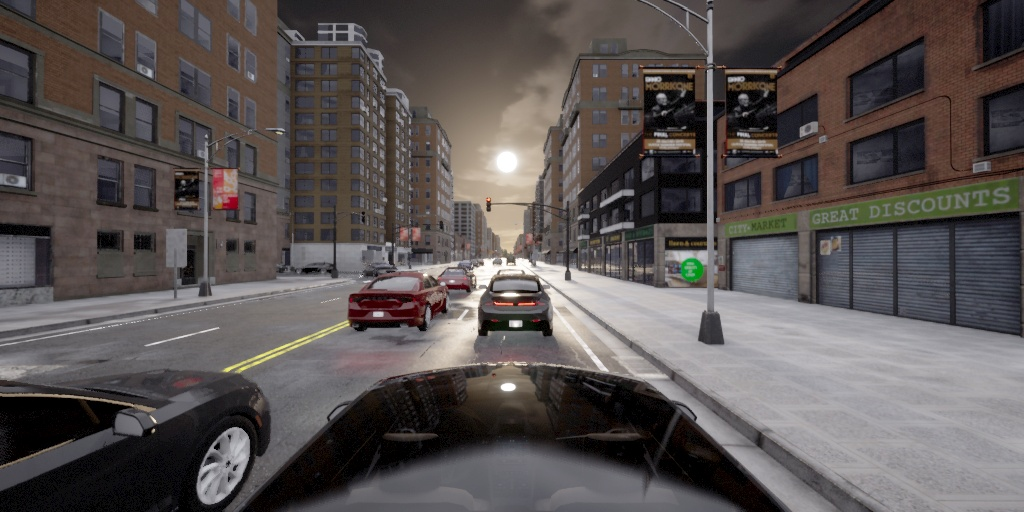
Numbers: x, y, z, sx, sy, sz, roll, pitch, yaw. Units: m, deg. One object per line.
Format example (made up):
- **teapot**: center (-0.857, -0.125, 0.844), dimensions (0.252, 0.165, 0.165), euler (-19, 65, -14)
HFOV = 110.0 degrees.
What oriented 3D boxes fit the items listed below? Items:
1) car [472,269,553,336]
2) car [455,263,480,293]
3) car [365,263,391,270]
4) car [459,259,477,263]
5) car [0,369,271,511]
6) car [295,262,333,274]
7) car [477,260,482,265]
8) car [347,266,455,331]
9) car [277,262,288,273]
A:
- **car**: center (0.077, 1.256, 10.369), dimensions (1.837, 1.490, 4.892), euler (0, 0, 0)
- **car**: center (-3.199, 1.317, 21.017), dimensions (1.994, 1.385, 4.181), euler (0, 0, -1)
- **car**: center (-11.508, 1.320, 31.676), dimensions (1.994, 1.385, 4.181), euler (1, 0, -42)
- **car**: center (-6.727, 1.295, 52.355), dimensions (1.812, 1.442, 4.674), euler (0, 0, 2)
- **car**: center (-3.147, 1.253, 1.349), dimensions (1.837, 1.490, 4.892), euler (0, 0, 0)
- **car**: center (-22.255, 1.346, 40.745), dimensions (4.313, 1.339, 1.948), euler (0, 0, 0)
- **car**: center (-6.738, 1.281, 62.341), dimensions (1.837, 1.490, 4.892), euler (0, 0, 0)
- **car**: center (-3.176, 1.228, 10.975), dimensions (1.882, 1.535, 5.008), euler (0, 0, 0)
- **car**: center (-27.917, 1.331, 40.755), dimensions (4.403, 1.370, 2.007), euler (0, 0, 0)
